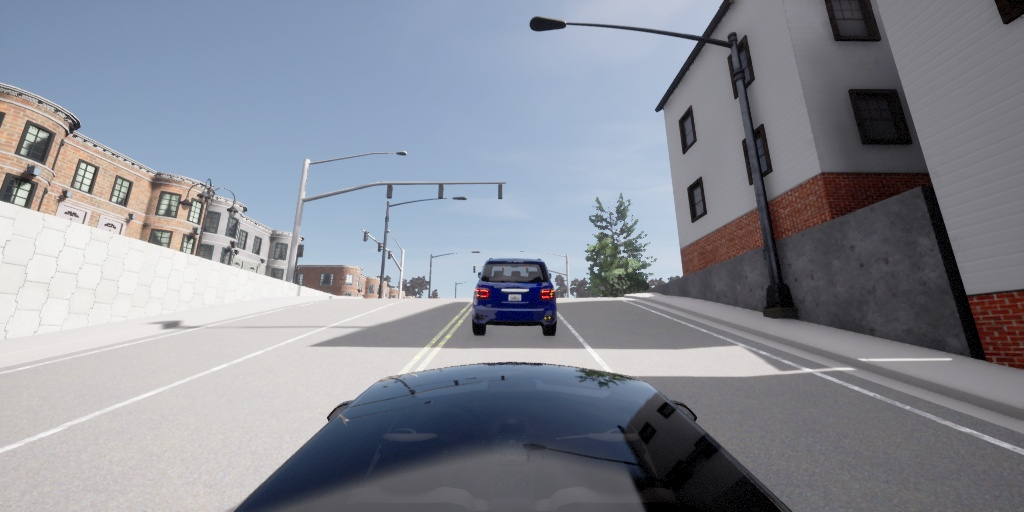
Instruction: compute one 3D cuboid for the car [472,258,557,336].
[{"bbox_3d":[0.077,1.097,11.026,2.150,2.045,5.566,1,-1,0],"label":"car"}]
